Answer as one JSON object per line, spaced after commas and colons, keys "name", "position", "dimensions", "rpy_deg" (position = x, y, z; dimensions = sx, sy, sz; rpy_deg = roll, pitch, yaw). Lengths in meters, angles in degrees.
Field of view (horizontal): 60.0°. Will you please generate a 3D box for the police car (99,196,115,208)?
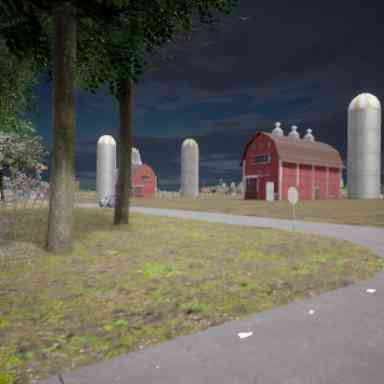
{"name": "police car", "position": [-10.458, 1.293, 43.492], "dimensions": [2.038, 1.542, 4.974], "rpy_deg": [1, -1, -35]}
